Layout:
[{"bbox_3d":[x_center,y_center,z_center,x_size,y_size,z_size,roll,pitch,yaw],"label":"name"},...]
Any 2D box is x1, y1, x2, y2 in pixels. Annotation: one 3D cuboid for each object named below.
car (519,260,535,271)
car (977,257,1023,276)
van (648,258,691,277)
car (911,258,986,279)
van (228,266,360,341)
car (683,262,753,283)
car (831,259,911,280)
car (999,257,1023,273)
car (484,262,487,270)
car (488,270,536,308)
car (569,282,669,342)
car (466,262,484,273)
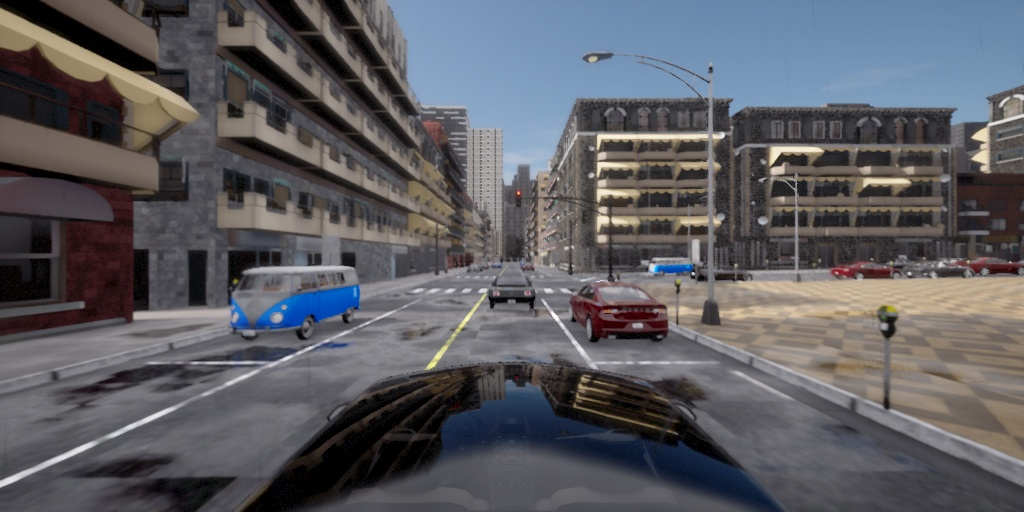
[{"bbox_3d":[2.672,1.752,58.871,1.967,1.591,4.097,0,0,0],"label":"car"},{"bbox_3d":[39.947,0.861,30.132,5.008,1.535,1.882,-1,0,-1],"label":"car"},{"bbox_3d":[15.645,1.108,35.473,3.998,1.789,1.690,0,0,-1],"label":"van"},{"bbox_3d":[32.470,1.046,27.335,4.403,1.370,2.007,0,0,-1],"label":"car"},{"bbox_3d":[-5.694,1.168,9.873,1.690,1.789,3.998,0,0,0],"label":"van"},{"bbox_3d":[15.766,1.322,27.093,4.313,1.339,1.948,0,0,-1],"label":"car"},{"bbox_3d":[26.901,1.127,27.254,4.507,1.381,1.888,0,0,-1],"label":"car"},{"bbox_3d":[49.190,0.791,33.272,5.357,1.411,2.033,-1,0,-1],"label":"car"},{"bbox_3d":[-5.708,1.878,58.873,1.948,1.339,4.313,0,0,0],"label":"car"},{"bbox_3d":[-0.002,1.486,15.956,1.895,1.301,4.718,0,-1,0],"label":"car"},{"bbox_3d":[2.686,1.372,9.874,1.888,1.381,4.507,0,0,0],"label":"car"},{"bbox_3d":[-5.706,1.805,53.346,2.007,1.370,4.403,0,0,0],"label":"car"}]
